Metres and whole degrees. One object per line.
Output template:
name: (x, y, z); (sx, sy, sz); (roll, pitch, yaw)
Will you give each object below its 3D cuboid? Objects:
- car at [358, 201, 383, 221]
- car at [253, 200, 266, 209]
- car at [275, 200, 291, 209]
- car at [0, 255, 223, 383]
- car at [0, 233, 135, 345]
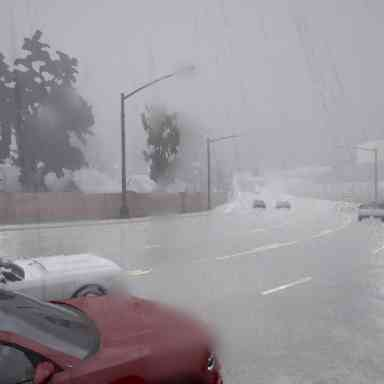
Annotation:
car: (15.125, 1.680, 28.230); (1.895, 1.301, 4.718); (-1, 0, 26)
car: (10.355, 1.902, 51.348); (2.033, 1.411, 5.357); (-1, -1, 9)
car: (13.677, 1.903, 49.931); (1.895, 1.301, 4.718); (-1, -1, 9)
car: (-2.020, 1.478, 2.475); (5.008, 1.535, 1.882); (0, 0, -34)
car: (-3.525, 1.602, 5.580); (4.718, 1.301, 1.895); (0, 0, -35)
